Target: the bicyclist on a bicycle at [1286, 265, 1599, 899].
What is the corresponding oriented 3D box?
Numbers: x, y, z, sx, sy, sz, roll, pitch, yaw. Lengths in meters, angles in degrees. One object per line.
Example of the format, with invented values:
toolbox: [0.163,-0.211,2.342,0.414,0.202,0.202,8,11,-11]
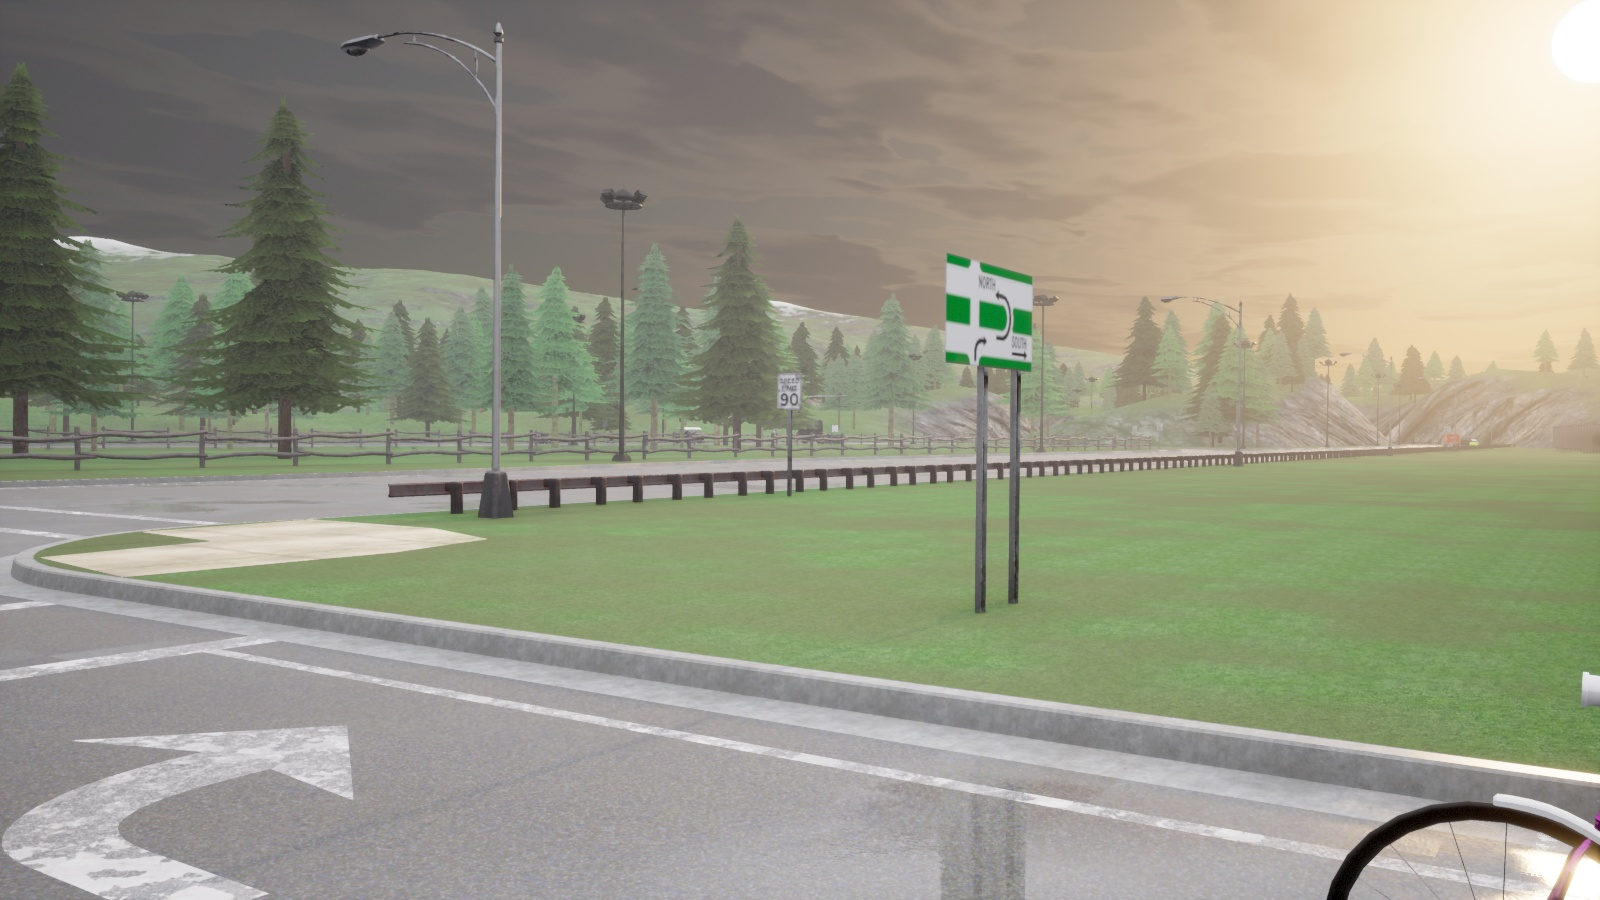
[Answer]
bicyclist on a bicycle: [1.943,0.552,2.330,1.843,1.776,0.659,0,1,34]
